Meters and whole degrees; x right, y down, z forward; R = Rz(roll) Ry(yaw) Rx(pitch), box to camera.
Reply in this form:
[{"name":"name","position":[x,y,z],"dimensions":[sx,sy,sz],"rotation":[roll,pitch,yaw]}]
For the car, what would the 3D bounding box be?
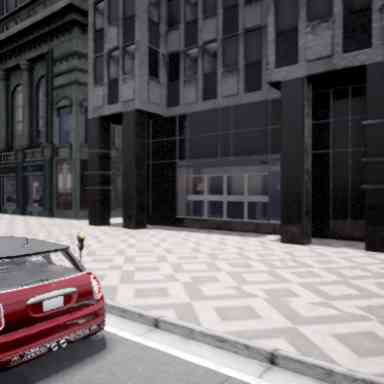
[{"name":"car","position":[-3.330,1.435,5.337],"dimensions":[4.097,1.590,1.967],"rotation":[0,0,36]}]
